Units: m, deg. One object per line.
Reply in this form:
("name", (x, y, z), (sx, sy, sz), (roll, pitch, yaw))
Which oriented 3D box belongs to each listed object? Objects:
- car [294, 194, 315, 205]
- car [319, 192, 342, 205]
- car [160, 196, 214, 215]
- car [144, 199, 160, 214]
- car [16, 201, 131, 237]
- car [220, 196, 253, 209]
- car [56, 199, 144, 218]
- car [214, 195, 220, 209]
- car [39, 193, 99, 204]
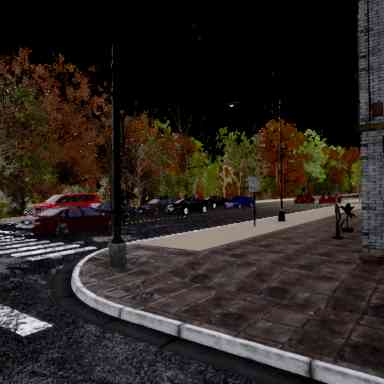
("car", (15.774, 1.004, 46.631), (1.812, 1.442, 4.674), (-1, 0, 36))
("car", (18.985, 0.776, 45.516), (2.097, 1.767, 4.553), (-1, 0, 36))
("car", (-0.376, 1.260, 30.483), (1.837, 1.490, 4.892), (-1, 0, 36))
("car", (-3.056, 1.348, 32.315), (2.033, 1.411, 5.357), (-1, 0, 37))
("car", (-5.964, 1.402, 17.055), (2.033, 1.411, 5.357), (-1, 0, 36))
("car", (5.493, 1.180, 38.457), (1.812, 1.442, 4.674), (-1, 0, 36))
("car", (-6.092, 1.402, 22.704), (2.033, 1.411, 5.357), (-1, 0, 36))
("car", (2.760, 1.204, 40.218), (1.837, 1.490, 4.892), (-1, 0, 37))
("car", (-9.133, 1.127, 24.059), (2.150, 2.045, 5.566), (-1, 0, 36))
